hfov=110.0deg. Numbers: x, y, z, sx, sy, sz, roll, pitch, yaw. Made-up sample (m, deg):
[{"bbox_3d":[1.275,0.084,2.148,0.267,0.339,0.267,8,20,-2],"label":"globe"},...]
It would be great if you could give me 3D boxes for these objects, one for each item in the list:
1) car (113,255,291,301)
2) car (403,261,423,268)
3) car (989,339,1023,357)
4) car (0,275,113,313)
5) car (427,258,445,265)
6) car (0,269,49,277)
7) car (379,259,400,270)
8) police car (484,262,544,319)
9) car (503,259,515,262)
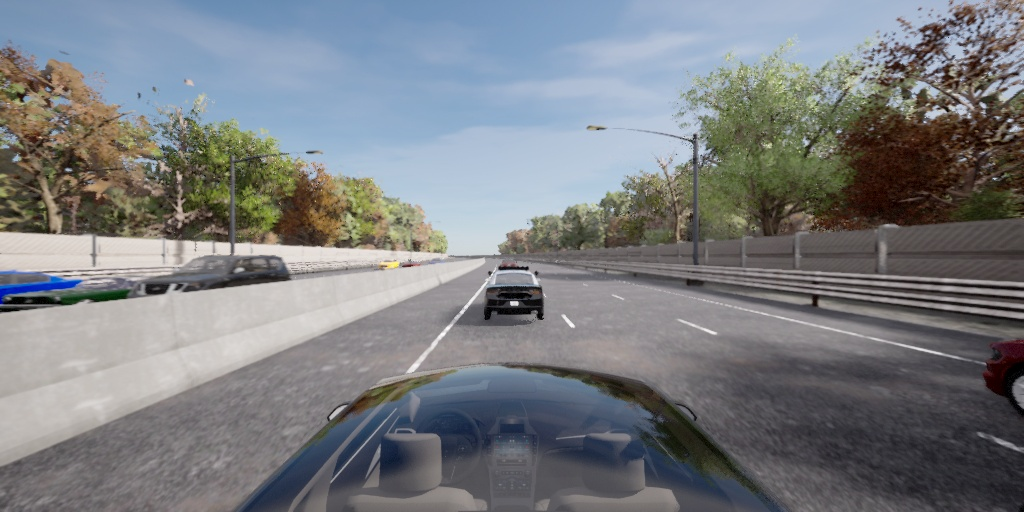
[{"bbox_3d":[-10.646,0.977,13.359,2.150,2.045,5.566,0,0,0],"label":"car"},{"bbox_3d":[-14.845,1.365,53.835,1.895,1.301,4.718,0,0,-1],"label":"car"},{"bbox_3d":[7.094,1.226,2.539,1.882,1.535,5.008,0,0,0],"label":"car"},{"bbox_3d":[-14.142,1.357,12.694,1.895,1.301,4.718,0,0,0],"label":"car"},{"bbox_3d":[-11.354,1.118,54.082,2.097,1.767,4.553,0,0,-1],"label":"car"},{"bbox_3d":[-17.638,1.234,11.890,1.882,1.535,5.008,0,0,0],"label":"car"},{"bbox_3d":[-18.341,1.241,53.650,1.882,1.535,5.008,0,0,-1],"label":"car"},{"bbox_3d":[0.054,1.179,13.019,1.930,1.638,5.238,0,0,0],"label":"police car"},{"bbox_3d":[-0.397,1.117,43.094,2.097,1.767,4.553,0,0,-1],"label":"car"}]
